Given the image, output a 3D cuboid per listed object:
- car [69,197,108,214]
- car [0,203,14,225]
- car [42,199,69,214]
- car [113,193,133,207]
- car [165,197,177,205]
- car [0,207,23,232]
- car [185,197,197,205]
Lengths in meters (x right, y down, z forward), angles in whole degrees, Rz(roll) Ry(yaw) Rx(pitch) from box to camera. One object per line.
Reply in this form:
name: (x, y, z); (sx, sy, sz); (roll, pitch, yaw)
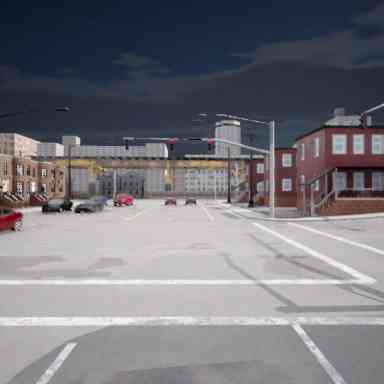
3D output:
car: (-10.699, 1.544, 35.097); (2.033, 1.411, 5.357); (0, 0, 0)
car: (-14.161, 1.546, 21.879); (2.033, 1.411, 5.357); (0, 0, 0)
car: (-14.199, 1.475, 35.442); (1.882, 1.535, 5.008); (0, 0, 0)
car: (-10.735, 1.220, 52.124); (2.150, 2.045, 5.566); (0, 0, 0)
car: (-3.565, 1.521, 56.764); (1.812, 1.442, 4.674); (0, 0, 0)
car: (-10.650, 1.476, 17.123); (1.882, 1.535, 5.008); (0, 0, 0)
car: (-0.170, 1.521, 58.582); (1.812, 1.442, 4.674); (0, 0, 0)
